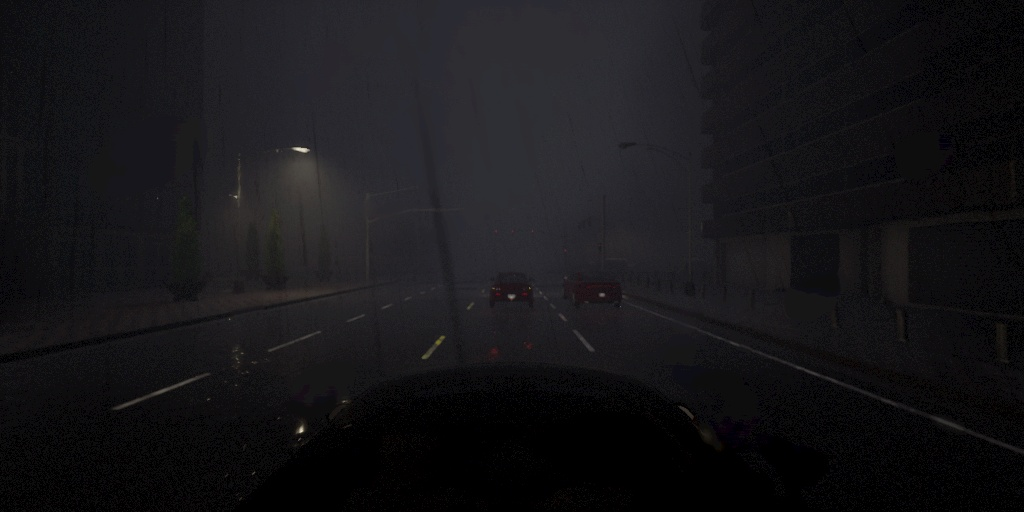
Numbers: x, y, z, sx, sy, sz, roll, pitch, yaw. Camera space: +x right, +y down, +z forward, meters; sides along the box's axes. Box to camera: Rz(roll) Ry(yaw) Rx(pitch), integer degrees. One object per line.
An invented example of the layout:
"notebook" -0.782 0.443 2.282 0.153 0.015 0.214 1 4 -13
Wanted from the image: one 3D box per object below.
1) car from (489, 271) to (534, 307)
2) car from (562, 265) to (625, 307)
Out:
"car" -0.015 1.414 16.225 1.812 1.442 4.674 0 0 0
"car" 3.484 1.367 16.329 1.882 1.535 5.008 0 0 0
